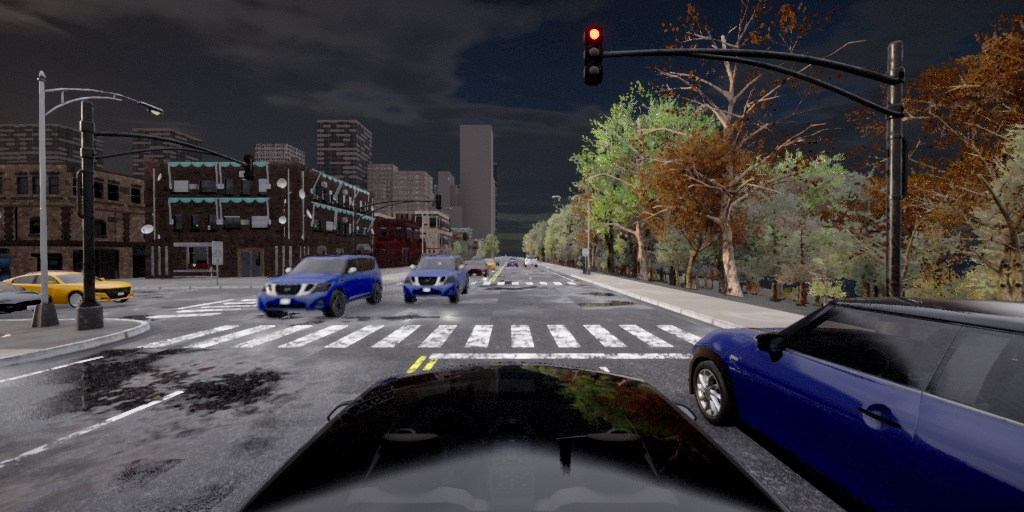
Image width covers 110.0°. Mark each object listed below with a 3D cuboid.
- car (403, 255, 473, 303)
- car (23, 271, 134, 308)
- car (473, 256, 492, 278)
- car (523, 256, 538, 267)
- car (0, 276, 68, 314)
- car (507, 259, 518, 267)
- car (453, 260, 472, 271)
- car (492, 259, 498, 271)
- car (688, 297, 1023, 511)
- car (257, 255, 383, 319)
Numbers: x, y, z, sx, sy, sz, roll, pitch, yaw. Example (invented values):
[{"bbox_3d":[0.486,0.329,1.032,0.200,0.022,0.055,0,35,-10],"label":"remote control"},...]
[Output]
[{"bbox_3d":[-3.349,0.967,16.840,2.150,2.045,5.566,0,0,0],"label":"car"},{"bbox_3d":[-20.009,1.450,16.003,5.008,1.535,1.882,-1,1,-1],"label":"car"},{"bbox_3d":[-3.349,1.092,34.285,2.097,1.767,4.553,0,0,0],"label":"car"},{"bbox_3d":[3.355,0.948,63.657,2.150,2.045,5.566,0,0,0],"label":"car"},{"bbox_3d":[-19.946,1.564,13.307,4.313,1.339,1.948,0,0,0],"label":"car"},{"bbox_3d":[0.102,1.252,64.506,1.812,1.442,4.674,0,0,0],"label":"car"},{"bbox_3d":[-6.593,1.298,48.479,1.994,1.385,4.181,0,0,0],"label":"car"},{"bbox_3d":[-3.344,1.211,49.834,1.882,1.535,5.008,0,0,0],"label":"car"},{"bbox_3d":[3.351,1.102,2.850,2.097,1.767,4.553,0,0,0],"label":"car"},{"bbox_3d":[-6.599,0.970,13.200,2.150,2.045,5.566,0,0,0],"label":"car"}]
